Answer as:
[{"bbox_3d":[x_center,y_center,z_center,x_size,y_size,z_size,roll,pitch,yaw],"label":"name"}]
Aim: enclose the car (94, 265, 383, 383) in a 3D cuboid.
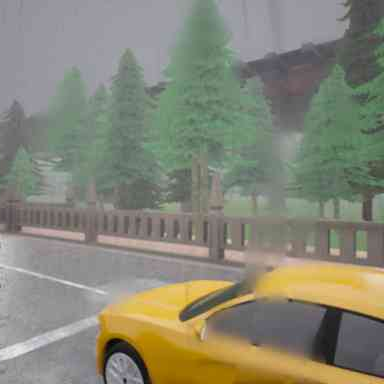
[{"bbox_3d":[1.163,1.477,3.139,5.008,1.535,1.882,0,0,36],"label":"car"}]
